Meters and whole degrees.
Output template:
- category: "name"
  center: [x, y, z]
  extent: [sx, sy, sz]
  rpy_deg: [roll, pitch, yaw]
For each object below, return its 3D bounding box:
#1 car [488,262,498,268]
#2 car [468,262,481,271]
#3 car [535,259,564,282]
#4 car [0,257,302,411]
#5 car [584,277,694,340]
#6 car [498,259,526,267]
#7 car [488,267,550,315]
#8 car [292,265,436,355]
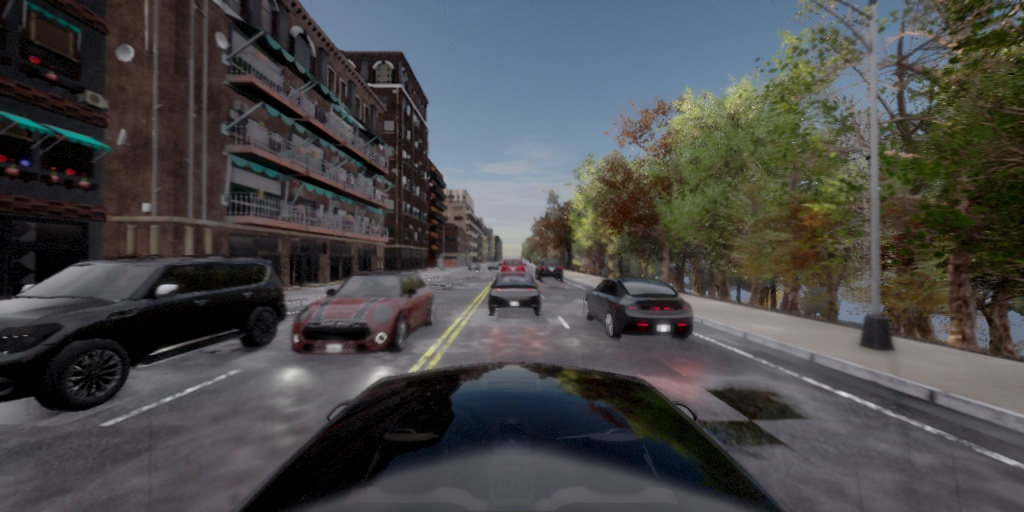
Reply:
- category: "car"
  center: [-3.238, 1.880, 63.254]
  extent: [1.837, 1.490, 4.892]
  rpy_deg: [0, -1, 0]
- category: "car"
  center: [-6.494, 1.842, 62.479]
  extent: [2.128, 1.511, 4.902]
  rpy_deg: [0, -1, 0]
- category: "car"
  center: [3.356, 1.274, 32.753]
  extent: [2.150, 2.045, 5.566]
  rpy_deg: [0, -1, 0]
- category: "car"
  center: [-6.600, 1.021, 6.536]
  extent: [2.150, 2.045, 5.566]
  rpy_deg: [0, -1, 0]
- category: "car"
  center: [3.336, 1.339, 10.287]
  extent: [1.837, 1.490, 4.892]
  rpy_deg: [0, 0, 0]
- category: "car"
  center: [0.105, 1.274, 32.675]
  extent: [2.150, 2.045, 5.566]
  rpy_deg: [0, -1, 0]
- category: "car"
  center: [0.095, 1.363, 14.115]
  extent: [2.128, 1.511, 4.902]
  rpy_deg: [0, 0, 0]
- category: "car"
  center: [-3.349, 1.173, 9.013]
  extent: [2.097, 1.767, 4.553]
  rpy_deg: [0, -1, 0]
